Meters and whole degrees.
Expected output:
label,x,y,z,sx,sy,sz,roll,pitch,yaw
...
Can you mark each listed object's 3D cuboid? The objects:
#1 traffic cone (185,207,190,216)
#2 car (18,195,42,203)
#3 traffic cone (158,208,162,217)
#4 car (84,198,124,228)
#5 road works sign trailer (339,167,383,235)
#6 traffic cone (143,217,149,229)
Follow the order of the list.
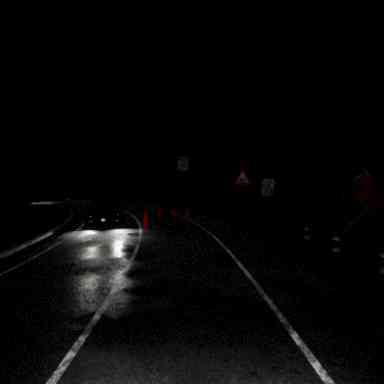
label,x,y,z,sx,sy,sz,roll,pitch,yaw
traffic cone,-0.312,1.400,24.009,0.340,0.580,0.340,-2,2,-9
car,-26.435,1.133,54.385,4.718,1.301,1.895,-2,4,40
traffic cone,-2.294,1.452,23.743,0.340,0.580,0.340,-2,2,-7
car,-5.181,1.179,19.776,1.837,1.490,4.892,-1,1,-13
road works sign trailer,7.327,0.762,12.741,2.380,2.880,3.560,41,2,-1
traffic cone,-2.451,1.641,17.675,0.340,0.580,0.340,-1,2,-8
